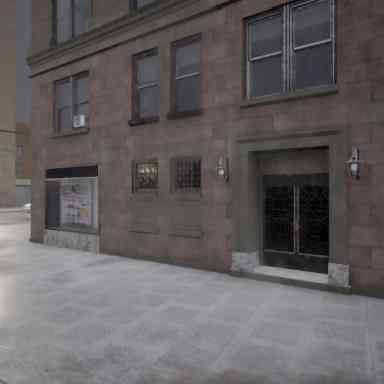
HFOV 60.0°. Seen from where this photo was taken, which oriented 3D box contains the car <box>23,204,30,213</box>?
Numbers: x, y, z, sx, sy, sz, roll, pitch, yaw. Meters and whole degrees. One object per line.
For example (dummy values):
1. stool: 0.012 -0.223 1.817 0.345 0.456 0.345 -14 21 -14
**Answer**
1. car: -15.702 1.439 35.851 1.812 1.442 4.674 0 0 35
